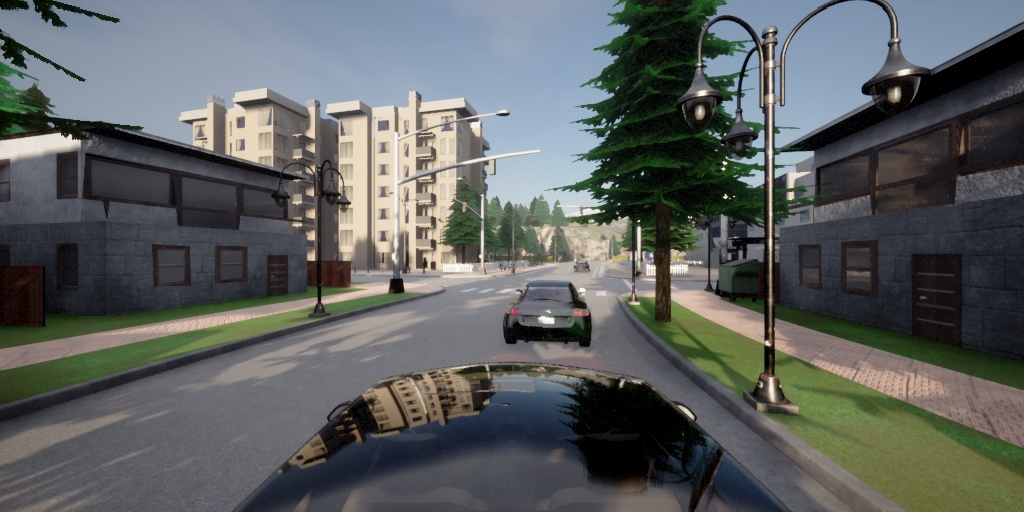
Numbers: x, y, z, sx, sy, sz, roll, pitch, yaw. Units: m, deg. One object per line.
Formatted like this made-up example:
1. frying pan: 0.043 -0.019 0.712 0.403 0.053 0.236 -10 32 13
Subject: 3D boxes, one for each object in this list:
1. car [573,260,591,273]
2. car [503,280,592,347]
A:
1. car: 8.776 1.276 44.988 2.128 1.511 4.902 0 0 14
2. car: 1.005 1.314 9.454 1.994 1.385 4.181 0 0 8
